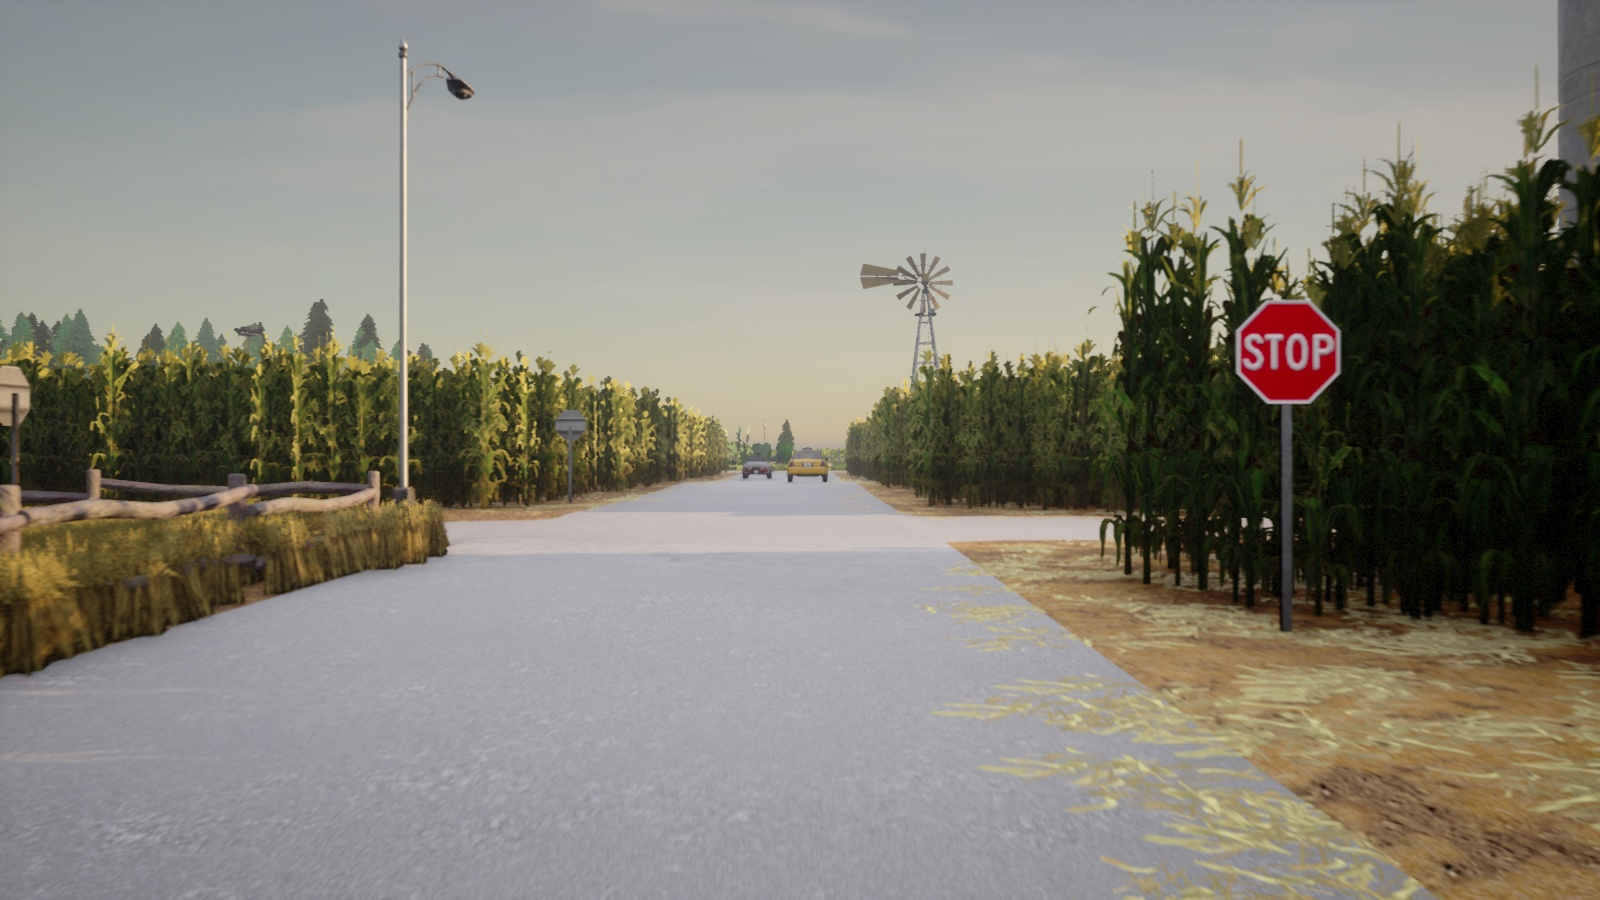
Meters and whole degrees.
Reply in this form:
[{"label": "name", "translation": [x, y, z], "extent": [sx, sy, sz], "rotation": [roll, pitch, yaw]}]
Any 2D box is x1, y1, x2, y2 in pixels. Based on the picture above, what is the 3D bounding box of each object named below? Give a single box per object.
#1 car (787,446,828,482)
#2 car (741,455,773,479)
[{"label": "car", "translation": [0.339, 0.652, 57.014], "extent": [1.801, 1.575, 5.366], "rotation": [0, -1, 0]}, {"label": "car", "translation": [-2.645, 1.045, 77.683], "extent": [1.816, 1.474, 4.193], "rotation": [0, 0, 0]}]
